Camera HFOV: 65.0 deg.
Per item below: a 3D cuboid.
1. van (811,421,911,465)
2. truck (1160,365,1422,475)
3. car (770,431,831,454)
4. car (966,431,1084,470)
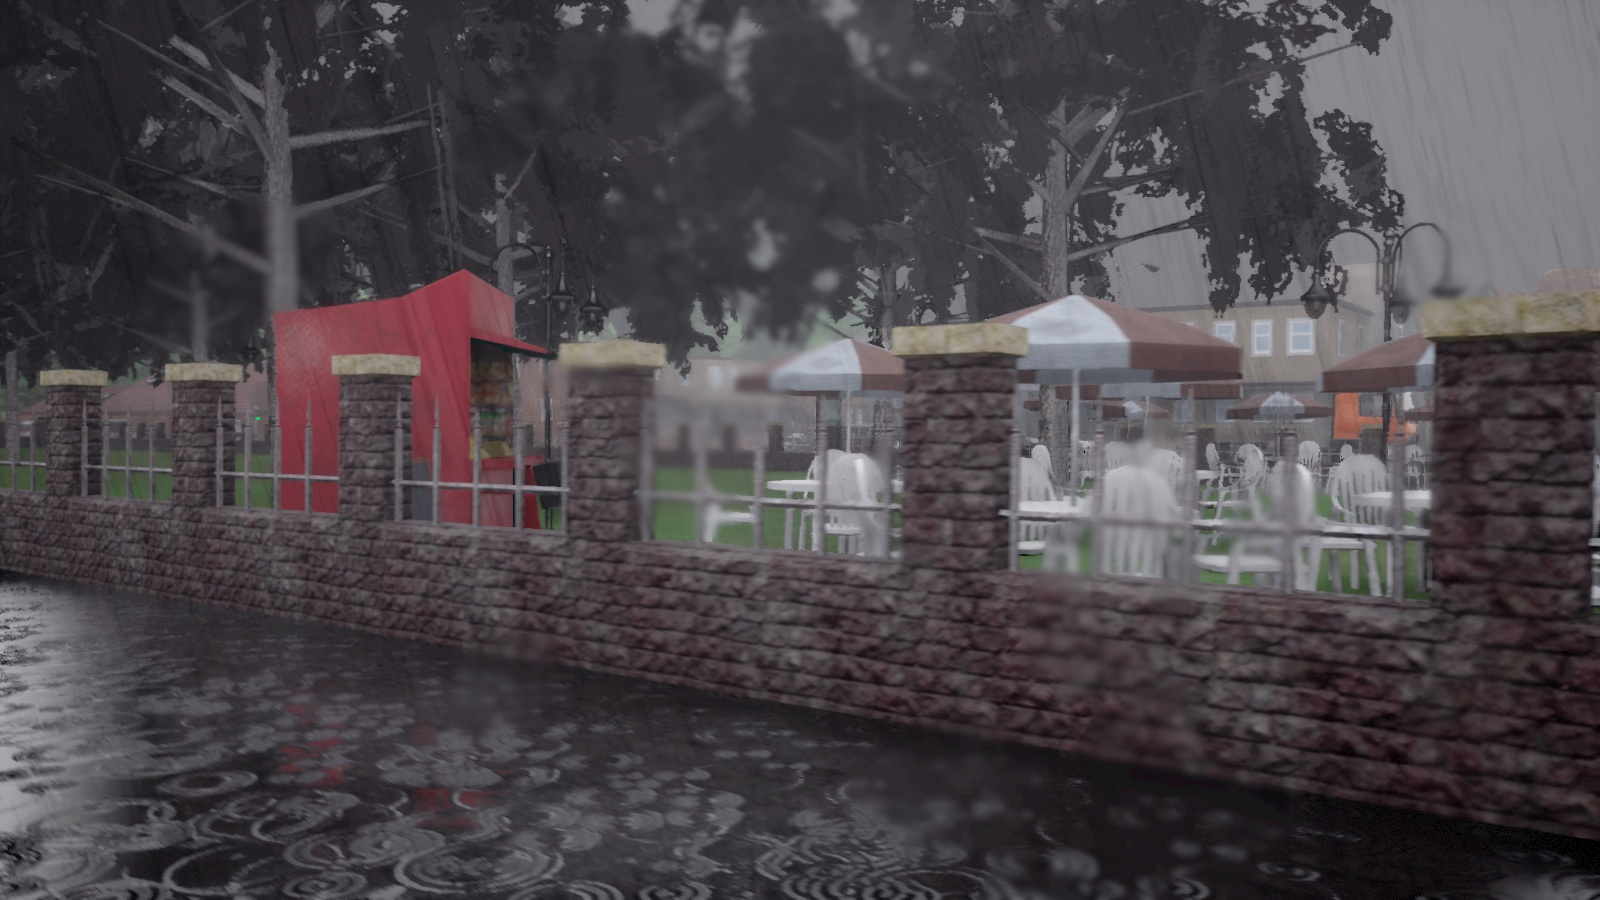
[{"bbox_3d":[2.834,-0.315,58.686,4.442,1.987,1.775,0,1,37],"label":"van"},{"bbox_3d":[16.769,-0.965,43.174,7.936,3.462,2.891,0,1,34],"label":"truck"},{"bbox_3d":[0.036,-0.573,93.551,2.033,1.649,4.856,0,1,37],"label":"car"},{"bbox_3d":[8.809,0.019,49.246,4.193,1.474,1.816,0,1,37],"label":"car"}]
